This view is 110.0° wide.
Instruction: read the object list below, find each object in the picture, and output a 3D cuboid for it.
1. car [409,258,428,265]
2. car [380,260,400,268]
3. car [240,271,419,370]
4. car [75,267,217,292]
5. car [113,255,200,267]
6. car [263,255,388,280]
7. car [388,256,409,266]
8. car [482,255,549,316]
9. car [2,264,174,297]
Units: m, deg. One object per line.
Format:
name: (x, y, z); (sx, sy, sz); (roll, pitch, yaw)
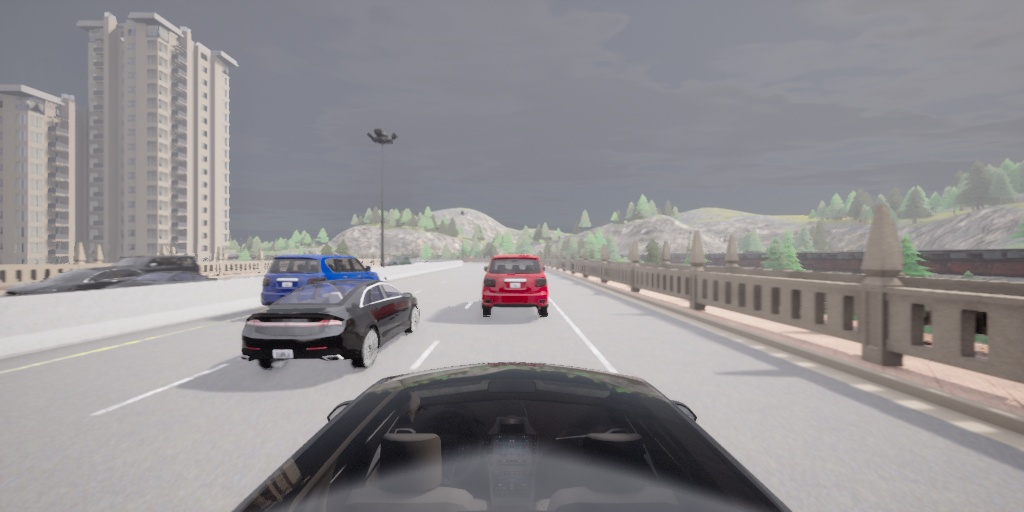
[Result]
car: (-14.059, 1.324, 55.662); (1.812, 1.442, 4.674); (0, 0, 0)
car: (-21.023, 1.343, 61.802); (1.812, 1.442, 4.674); (0, 0, 0)
car: (-3.401, 1.240, 7.748); (2.128, 1.511, 4.902); (0, 0, 0)
car: (-14.101, 1.312, 14.556); (1.994, 1.385, 4.181); (0, 0, 0)
car: (-21.101, 0.970, 20.829); (2.150, 2.045, 5.566); (0, 0, 0)
car: (-6.901, 0.969, 13.687); (2.150, 2.045, 5.566); (0, 0, 0)
car: (-17.554, 1.020, 56.373); (2.150, 2.045, 5.566); (0, 0, 1)
car: (0.098, 0.969, 13.396); (2.150, 2.045, 5.566); (0, 0, 0)
car: (-17.601, 1.252, 15.128); (1.837, 1.490, 4.892); (0, 0, 0)
